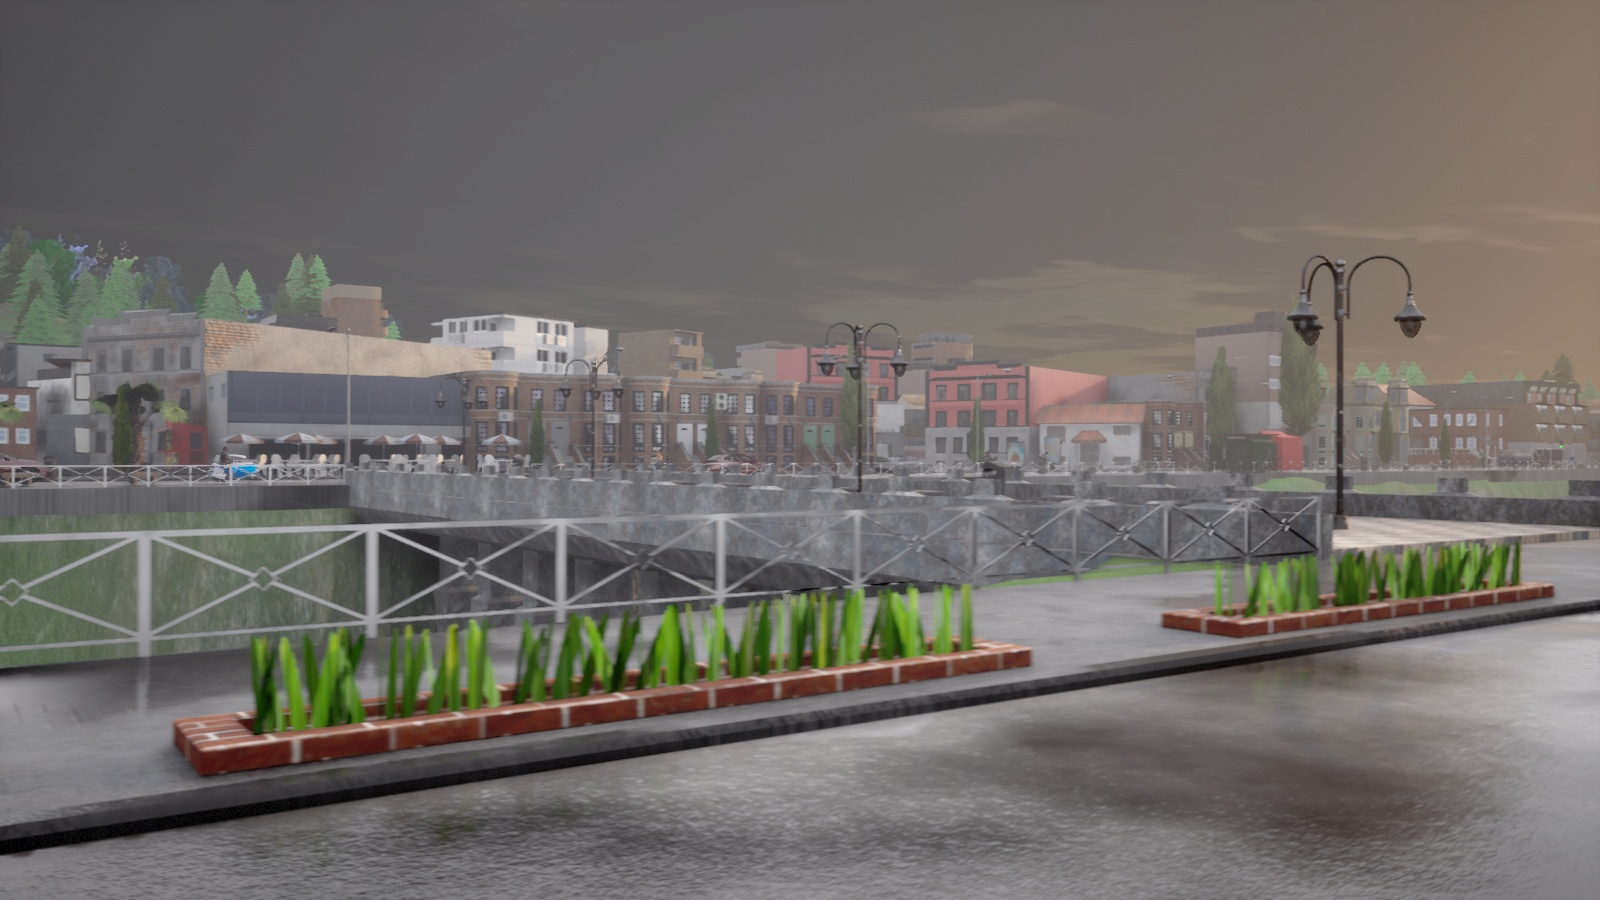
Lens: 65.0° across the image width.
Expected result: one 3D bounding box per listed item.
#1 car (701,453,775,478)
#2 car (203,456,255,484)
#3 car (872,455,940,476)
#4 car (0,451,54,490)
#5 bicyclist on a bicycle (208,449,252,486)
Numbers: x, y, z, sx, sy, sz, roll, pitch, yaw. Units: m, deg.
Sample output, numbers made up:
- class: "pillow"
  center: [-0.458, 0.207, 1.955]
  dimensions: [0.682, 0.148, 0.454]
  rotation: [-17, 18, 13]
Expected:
- class: "car"
  center: [-3.778, 0.955, 76.796]
  dimensions: [4.193, 1.474, 1.816]
  rotation: [0, 0, -35]
- class: "car"
  center: [-29.112, 1.018, 64.024]
  dimensions: [2.207, 1.376, 1.481]
  rotation: [0, 0, -35]
- class: "car"
  center: [7.134, 1.000, 84.395]
  dimensions: [4.181, 1.385, 1.994]
  rotation: [0, 0, -35]
- class: "car"
  center: [-35.440, 0.884, 54.744]
  dimensions: [4.856, 1.649, 2.033]
  rotation: [0, 0, -35]
- class: "bicyclist on a bicycle"
  center: [-27.395, 0.821, 60.348]
  dimensions: [1.843, 1.776, 0.659]
  rotation: [0, 0, -35]
